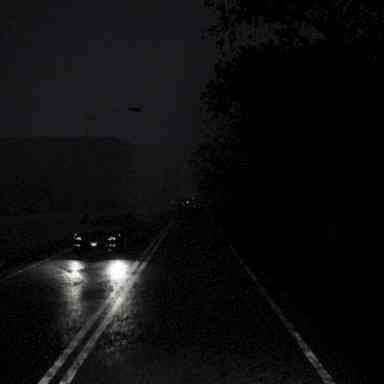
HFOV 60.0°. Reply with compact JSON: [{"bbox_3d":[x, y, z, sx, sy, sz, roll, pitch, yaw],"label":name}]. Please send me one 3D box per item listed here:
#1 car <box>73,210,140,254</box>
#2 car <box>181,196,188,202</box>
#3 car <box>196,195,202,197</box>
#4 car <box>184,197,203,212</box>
[{"bbox_3d":[-3.337,1.548,13.752,1.837,1.490,4.892,0,0,0],"label":"car"},{"bbox_3d":[-1.721,1.836,88.626,1.994,1.385,4.181,0,0,2],"label":"car"},{"bbox_3d":[1.454,1.799,86.243,1.895,1.301,4.718,0,0,2],"label":"car"},{"bbox_3d":[0.363,1.760,42.908,2.033,1.411,5.357,0,0,1],"label":"car"}]
